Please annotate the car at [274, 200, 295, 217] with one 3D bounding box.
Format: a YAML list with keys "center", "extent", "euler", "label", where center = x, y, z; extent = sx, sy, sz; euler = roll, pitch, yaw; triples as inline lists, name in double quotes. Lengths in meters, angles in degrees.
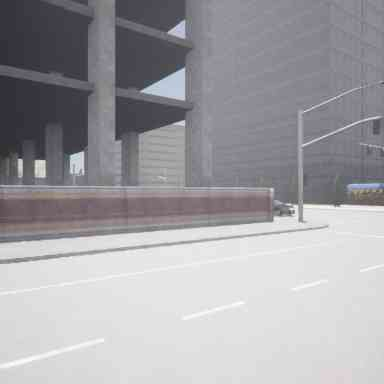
- center: [7.617, 1.491, 32.029]
  extent: [2.128, 1.511, 4.902]
  euler: [0, 0, -36]
  label: "car"

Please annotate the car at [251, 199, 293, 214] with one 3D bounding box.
- center: [8.693, 1.564, 36.500]
  extent: [1.994, 1.385, 4.181]
  euler: [0, 0, -36]
  label: "car"
